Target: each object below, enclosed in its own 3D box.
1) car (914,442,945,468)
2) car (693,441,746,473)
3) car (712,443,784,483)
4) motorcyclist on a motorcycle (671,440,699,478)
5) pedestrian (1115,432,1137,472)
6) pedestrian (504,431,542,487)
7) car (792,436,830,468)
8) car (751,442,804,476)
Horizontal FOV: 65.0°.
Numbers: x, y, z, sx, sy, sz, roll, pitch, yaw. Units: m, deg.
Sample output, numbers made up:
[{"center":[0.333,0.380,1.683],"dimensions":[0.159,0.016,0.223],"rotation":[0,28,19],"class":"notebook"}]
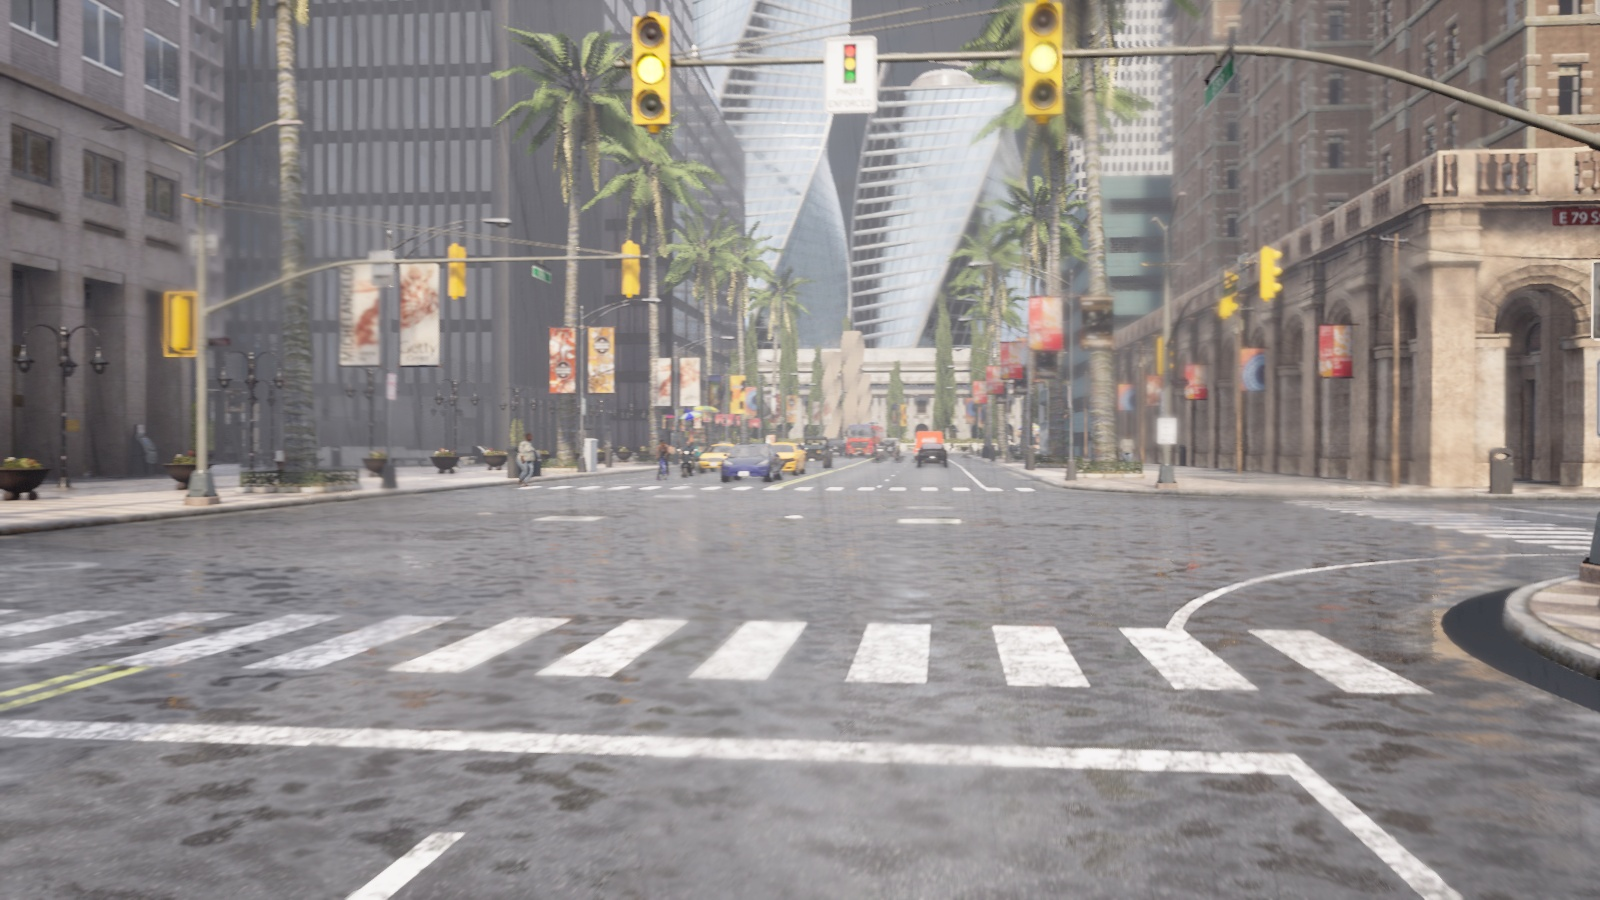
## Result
[{"center":[8.157,0.286,79.191],"dimensions":[1.882,1.535,5.008],"rotation":[0,0,6],"class":"car"},{"center":[-4.031,0.312,63.576],"dimensions":[1.801,1.575,5.366],"rotation":[0,0,6],"class":"car"},{"center":[-1.978,0.459,49.478],"dimensions":[2.163,1.488,4.792],"rotation":[0,0,6],"class":"car"},{"center":[-4.976,0.378,54.493],"dimensions":[0.866,1.590,1.817],"rotation":[0,0,6],"class":"motorcyclist on a motorcycle"},{"center":[15.236,0.096,58.747],"dimensions":[0.874,1.855,0.900],"rotation":[0,0,7],"class":"pedestrian"},{"center":[-9.207,0.290,41.809],"dimensions":[0.900,1.855,0.874],"rotation":[0,0,21],"class":"pedestrian"},{"center":[0.691,0.114,74.911],"dimensions":[1.905,1.878,3.866],"rotation":[0,0,6],"class":"car"},{"center":[-1.003,0.385,58.853],"dimensions":[1.882,1.535,5.008],"rotation":[0,0,6],"class":"car"}]
